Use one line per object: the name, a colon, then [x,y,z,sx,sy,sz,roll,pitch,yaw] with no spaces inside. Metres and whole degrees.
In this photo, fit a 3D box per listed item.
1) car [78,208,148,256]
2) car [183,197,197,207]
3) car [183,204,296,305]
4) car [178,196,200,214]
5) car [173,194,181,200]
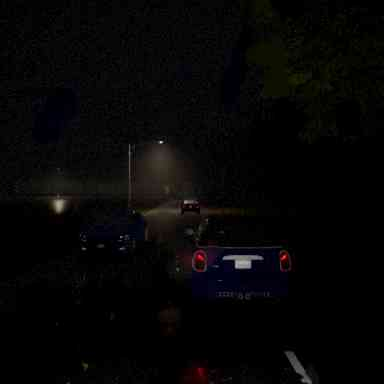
car: [-2.923,1.447,13.145,1.882,1.535,5.008,0,0,0]
car: [-0.228,1.424,47.371,1.895,1.301,4.718,0,0,0]
car: [0.918,1.333,8.186,2.097,1.767,4.553,0,0,0]
car: [-0.126,1.445,34.034,2.033,1.411,5.357,0,0,0]
car: [-3.171,1.164,73.603,1.895,1.301,4.718,0,1,0]
